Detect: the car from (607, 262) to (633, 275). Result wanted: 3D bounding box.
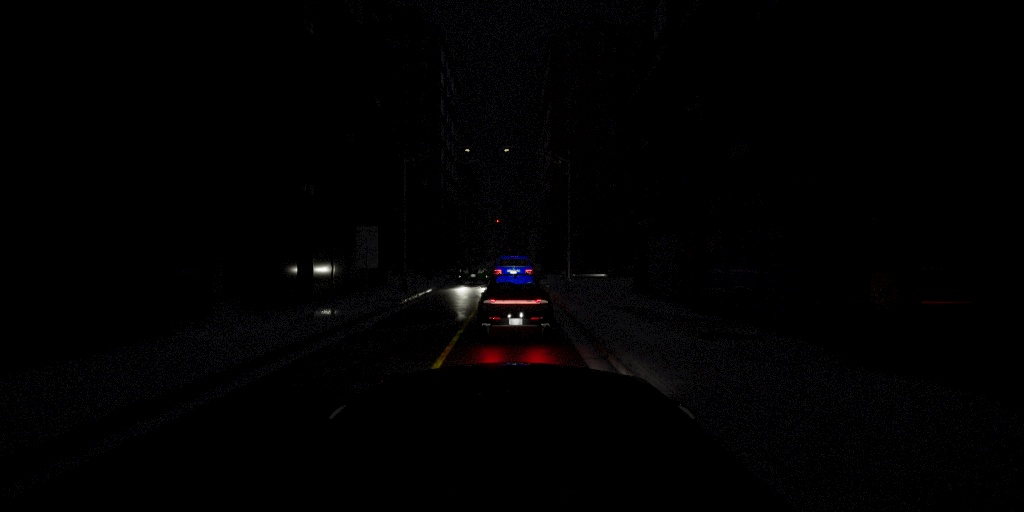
[{"bbox_3d":[12.159,1.317,37.689,4.181,1.385,1.994,0,0,0],"label":"car"}]

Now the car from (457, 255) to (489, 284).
[{"bbox_3d":[-2.843,0.970,27.137,2.150,2.045,5.566,1,0,-4],"label":"car"}]

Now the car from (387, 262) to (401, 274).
[{"bbox_3d":[-14.659,1.289,40.328,4.313,1.339,1.948,0,0,0],"label":"car"}]

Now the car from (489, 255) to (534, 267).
[{"bbox_3d":[0.103,0.971,20.668,2.150,2.045,5.566,0,0,1],"label":"car"}]

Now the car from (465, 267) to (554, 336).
[{"bbox_3d":[0.098,1.241,10.356,2.128,1.511,4.902,0,0,0],"label":"car"}]
